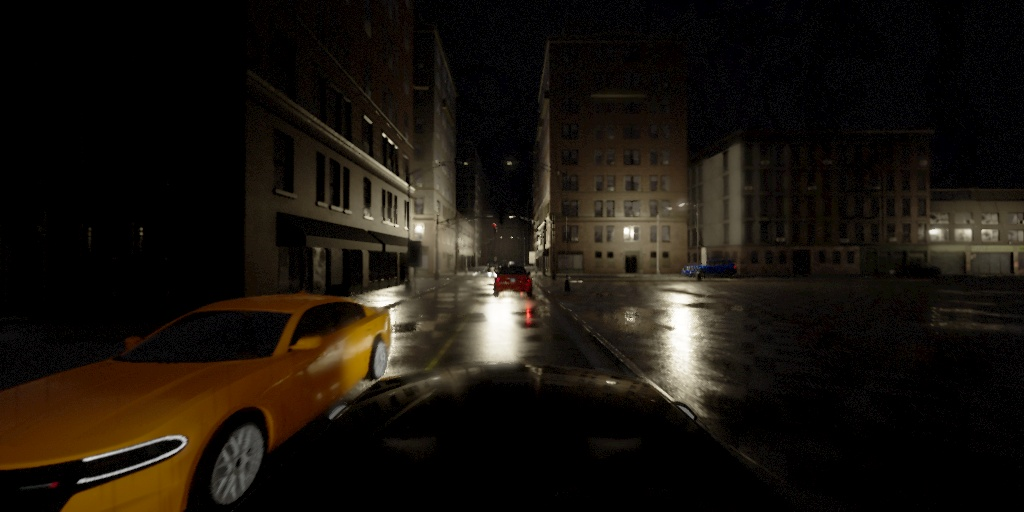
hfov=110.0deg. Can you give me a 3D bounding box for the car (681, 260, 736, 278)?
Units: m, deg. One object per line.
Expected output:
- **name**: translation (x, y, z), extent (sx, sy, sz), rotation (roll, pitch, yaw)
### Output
- **car**: translation (22.159, 1.415, 40.382), extent (5.566, 2.045, 2.150), rotation (0, -1, 0)

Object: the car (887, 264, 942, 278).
- **car**: translation (45.359, 1.690, 40.464), extent (4.902, 1.511, 2.128), rotation (0, -1, 0)

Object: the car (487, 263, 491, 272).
- **car**: translation (-3.097, 1.886, 58.727), extent (2.128, 1.511, 4.902), rotation (0, -1, 0)

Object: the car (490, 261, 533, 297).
- **car**: translation (0.064, 1.319, 20.863), extent (2.097, 1.767, 4.553), rotation (0, -1, 0)

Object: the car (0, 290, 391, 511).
- **car**: translation (-3.107, 1.259, 4.495), extent (1.882, 1.535, 5.008), rotation (0, -1, 0)
